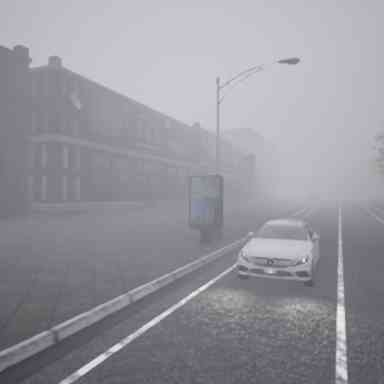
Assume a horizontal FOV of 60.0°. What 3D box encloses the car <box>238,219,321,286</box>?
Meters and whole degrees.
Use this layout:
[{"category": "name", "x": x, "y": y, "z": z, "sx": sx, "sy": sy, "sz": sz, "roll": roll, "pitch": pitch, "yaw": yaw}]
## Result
[{"category": "car", "x": 2.767, "y": 1.573, "z": 9.864, "sx": 1.812, "sy": 1.442, "sz": 4.674, "roll": 0, "pitch": 0, "yaw": 24}]
